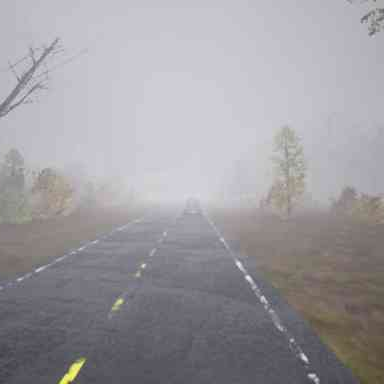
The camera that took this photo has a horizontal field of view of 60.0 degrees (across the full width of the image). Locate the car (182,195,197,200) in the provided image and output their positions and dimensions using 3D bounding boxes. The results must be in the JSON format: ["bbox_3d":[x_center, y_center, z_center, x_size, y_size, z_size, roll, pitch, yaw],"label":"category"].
[{"bbox_3d":[0.069,1.557,45.979,2.097,1.767,4.553,0,0,0],"label":"car"}]

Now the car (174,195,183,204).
[{"bbox_3d":[-3.045,1.879,74.881,2.033,1.411,5.357,0,0,0],"label":"car"}]

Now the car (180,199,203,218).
[{"bbox_3d":[0.077,1.710,32.082,1.994,1.385,4.181,0,0,0],"label":"car"}]
